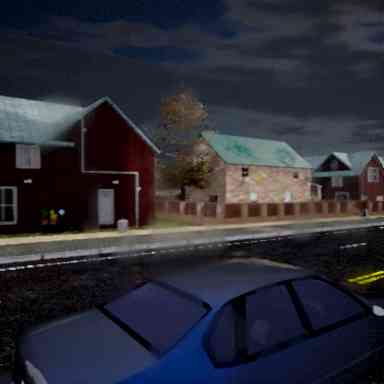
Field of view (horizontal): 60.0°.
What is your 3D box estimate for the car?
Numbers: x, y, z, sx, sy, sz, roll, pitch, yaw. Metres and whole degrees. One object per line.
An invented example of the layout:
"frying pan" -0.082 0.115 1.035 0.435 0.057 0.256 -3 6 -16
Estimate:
"car" 0.774 1.567 3.990 5.357 1.411 2.033 1 0 -35
